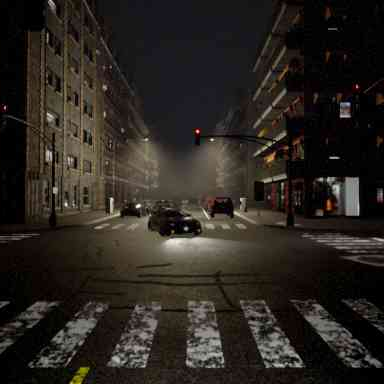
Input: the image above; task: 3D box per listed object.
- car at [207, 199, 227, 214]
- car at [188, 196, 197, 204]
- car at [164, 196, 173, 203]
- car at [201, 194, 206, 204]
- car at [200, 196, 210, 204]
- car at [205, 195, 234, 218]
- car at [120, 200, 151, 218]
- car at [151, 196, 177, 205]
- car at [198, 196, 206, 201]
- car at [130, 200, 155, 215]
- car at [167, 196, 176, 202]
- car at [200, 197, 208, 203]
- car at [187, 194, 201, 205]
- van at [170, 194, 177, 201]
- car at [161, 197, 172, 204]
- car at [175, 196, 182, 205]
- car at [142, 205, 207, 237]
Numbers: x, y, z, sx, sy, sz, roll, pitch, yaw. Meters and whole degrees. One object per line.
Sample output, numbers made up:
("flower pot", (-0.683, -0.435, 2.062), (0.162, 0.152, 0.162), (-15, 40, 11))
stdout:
("car", (2.633, 1.540, 35.873), (1.752, 1.417, 4.829), (1, 0, 0))
("car", (0.173, 1.601, 70.329), (1.882, 1.535, 5.008), (0, 0, 0))
("car", (-5.195, 1.671, 74.434), (1.752, 1.417, 4.829), (1, 0, 0))
("car", (2.644, 1.336, 41.269), (2.192, 1.841, 5.009), (1, 0, 0))
("car", (2.679, 1.557, 69.067), (1.967, 1.590, 4.097), (1, 0, 0))
("car", (2.629, 1.326, 30.144), (2.192, 1.841, 5.009), (1, 0, 0))
("car", (-5.255, 1.577, 30.109), (1.947, 1.339, 4.313), (1, 0, 0))
("car", (-2.793, 1.513, 32.555), (1.837, 1.490, 4.892), (0, 1, 0))
("car", (2.709, 1.814, 91.318), (1.947, 1.339, 4.313), (1, 0, 0))
("car", (-5.247, 1.581, 35.671), (1.947, 1.339, 4.313), (1, 0, 0))
("car", (-5.179, 1.764, 85.733), (2.008, 1.369, 4.403), (1, 0, 0))
("car", (2.685, 1.729, 74.626), (1.802, 1.307, 4.206), (1, 0, 0))
("car", (0.192, 1.550, 59.889), (1.882, 1.535, 5.008), (0, 0, 0))
("van", (-5.168, 1.589, 91.298), (1.690, 1.788, 3.998), (1, 0, 0))
("car", (-5.203, 1.667, 69.042), (2.008, 1.369, 4.403), (1, 0, 0))
("car", (-2.743, 1.591, 45.000), (1.994, 1.385, 4.181), (0, 0, 1))
("car", (-1.099, 1.658, 18.550), (1.994, 1.385, 4.181), (0, 0, -24))
